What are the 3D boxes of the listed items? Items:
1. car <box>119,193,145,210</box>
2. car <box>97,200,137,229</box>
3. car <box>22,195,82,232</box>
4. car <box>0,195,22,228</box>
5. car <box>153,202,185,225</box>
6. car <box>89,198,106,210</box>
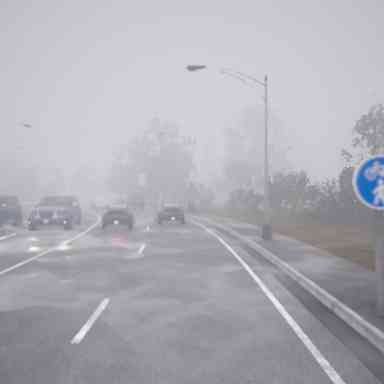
[{"bbox_3d":[-7.633,1.168,41.411,2.150,2.045,5.566,1,0,-27],"label":"car"},{"bbox_3d":[-4.732,1.489,21.607,1.837,1.490,4.892,1,0,-9],"label":"car"},{"bbox_3d":[-8.257,1.197,20.564,2.150,2.045,5.566,0,0,-9],"label":"car"},{"bbox_3d":[-11.526,1.193,18.958,2.150,2.045,5.566,0,0,-8],"label":"car"},{"bbox_3d":[-1.719,1.494,24.320,1.837,1.490,4.892,0,0,-11],"label":"car"},{"bbox_3d":[-11.431,1.438,41.034,1.812,1.442,4.674,1,0,-28],"label":"car"}]
